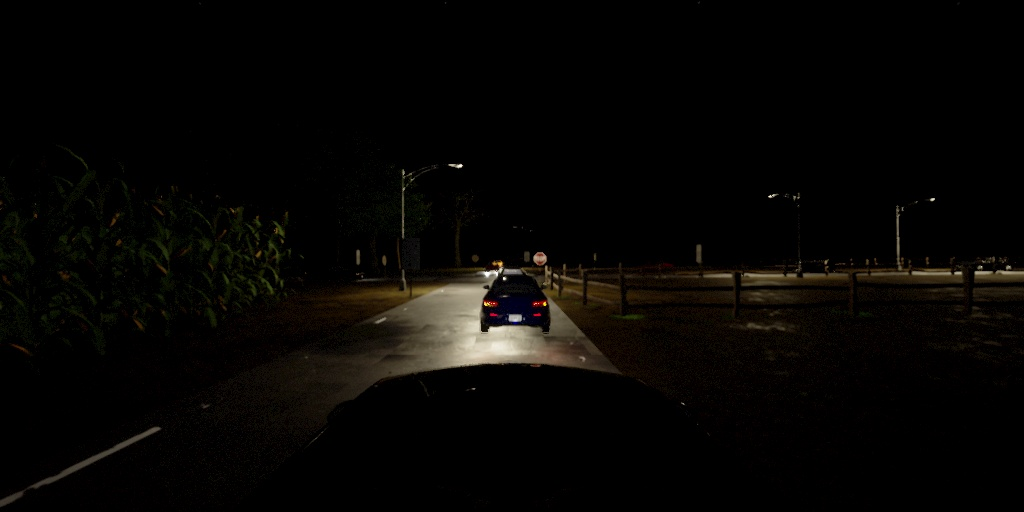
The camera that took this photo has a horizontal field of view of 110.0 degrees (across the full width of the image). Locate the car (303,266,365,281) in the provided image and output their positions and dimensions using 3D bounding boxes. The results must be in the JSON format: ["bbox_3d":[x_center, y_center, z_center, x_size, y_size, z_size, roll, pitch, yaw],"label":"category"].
[{"bbox_3d":[-17.251,1.655,34.917,5.357,1.411,2.033,-1,0,0],"label":"car"}]

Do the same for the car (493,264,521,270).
[{"bbox_3d":[-0.002,1.407,22.611,1.994,1.385,4.181,0,0,-1],"label":"car"}]

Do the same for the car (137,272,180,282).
[{"bbox_3d":[-33.799,1.772,34.981,5.008,1.535,1.882,-1,0,0],"label":"car"}]

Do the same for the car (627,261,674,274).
[{"bbox_3d":[14.551,1.249,37.662,4.674,1.442,1.812,-1,0,0],"label":"car"}]

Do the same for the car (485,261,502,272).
[{"bbox_3d":[-2.859,1.617,52.611,1.895,1.301,4.718,0,0,0],"label":"car"}]

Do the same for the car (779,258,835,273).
[{"bbox_3d":[30.845,1.008,37.579,5.008,1.535,1.882,-1,0,0],"label":"car"}]

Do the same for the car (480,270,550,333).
[{"bbox_3d":[0.089,1.312,10.799,1.812,1.442,4.674,0,0,0],"label":"car"}]

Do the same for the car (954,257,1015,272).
[{"bbox_3d":[49.121,0.873,37.385,4.892,1.490,1.837,-1,0,0],"label":"car"}]
